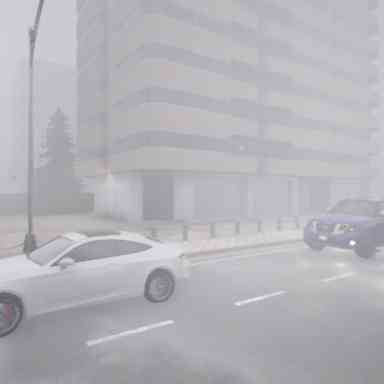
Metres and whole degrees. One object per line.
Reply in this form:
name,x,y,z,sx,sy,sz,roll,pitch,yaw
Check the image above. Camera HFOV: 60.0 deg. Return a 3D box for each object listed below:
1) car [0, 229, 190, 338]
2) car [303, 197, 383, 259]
car,-2.196,1.527,6.712,4.674,1.442,1.812,0,0,-35
car,6.792,1.228,13.053,5.566,2.045,2.150,0,0,-35
